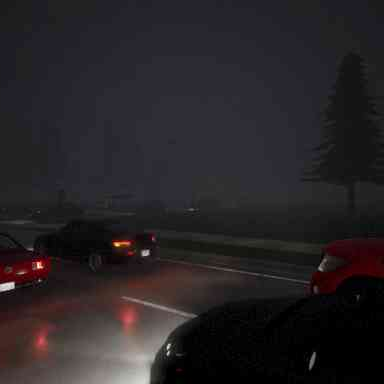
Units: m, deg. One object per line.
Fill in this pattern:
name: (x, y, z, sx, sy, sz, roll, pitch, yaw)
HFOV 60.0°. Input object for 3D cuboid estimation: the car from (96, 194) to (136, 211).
car: (-9.371, 1.225, 41.981, 2.150, 2.045, 5.566, 0, 0, 37)

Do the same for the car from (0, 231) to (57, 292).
car: (-5.479, 1.601, 7.935, 4.718, 1.301, 1.895, 0, 0, 36)

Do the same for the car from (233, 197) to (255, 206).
car: (8.581, 1.477, 54.380, 1.882, 1.535, 5.008, 0, 0, 37)

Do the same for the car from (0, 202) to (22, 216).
car: (-16.411, 1.601, 32.525, 1.895, 1.301, 4.718, 0, 0, 38)

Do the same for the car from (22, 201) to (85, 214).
car: (-11.184, 1.525, 27.689, 1.812, 1.442, 4.674, 0, 0, 36)

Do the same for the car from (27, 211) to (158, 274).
car: (-3.144, 1.526, 10.564, 4.674, 1.442, 1.812, 0, 0, 36)

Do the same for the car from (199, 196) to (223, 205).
car: (3.389, 1.477, 59.124, 1.882, 1.535, 5.008, 0, 0, 37)

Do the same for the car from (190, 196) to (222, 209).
car: (1.919, 1.547, 45.440, 2.033, 1.411, 5.357, 0, 0, 37)

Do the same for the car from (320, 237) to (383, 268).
car: (4.727, 1.221, 4.894, 5.566, 2.045, 2.150, 0, 0, 36)

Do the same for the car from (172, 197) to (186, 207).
car: (-2.771, 1.525, 50.845, 1.812, 1.442, 4.674, 0, 0, 36)

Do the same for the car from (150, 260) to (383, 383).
car: (1.635, 1.564, 2.814, 4.181, 1.385, 1.994, 0, 0, 36)

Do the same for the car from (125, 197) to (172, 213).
car: (-4.673, 1.525, 36.542, 1.812, 1.442, 4.674, 0, 0, 37)
